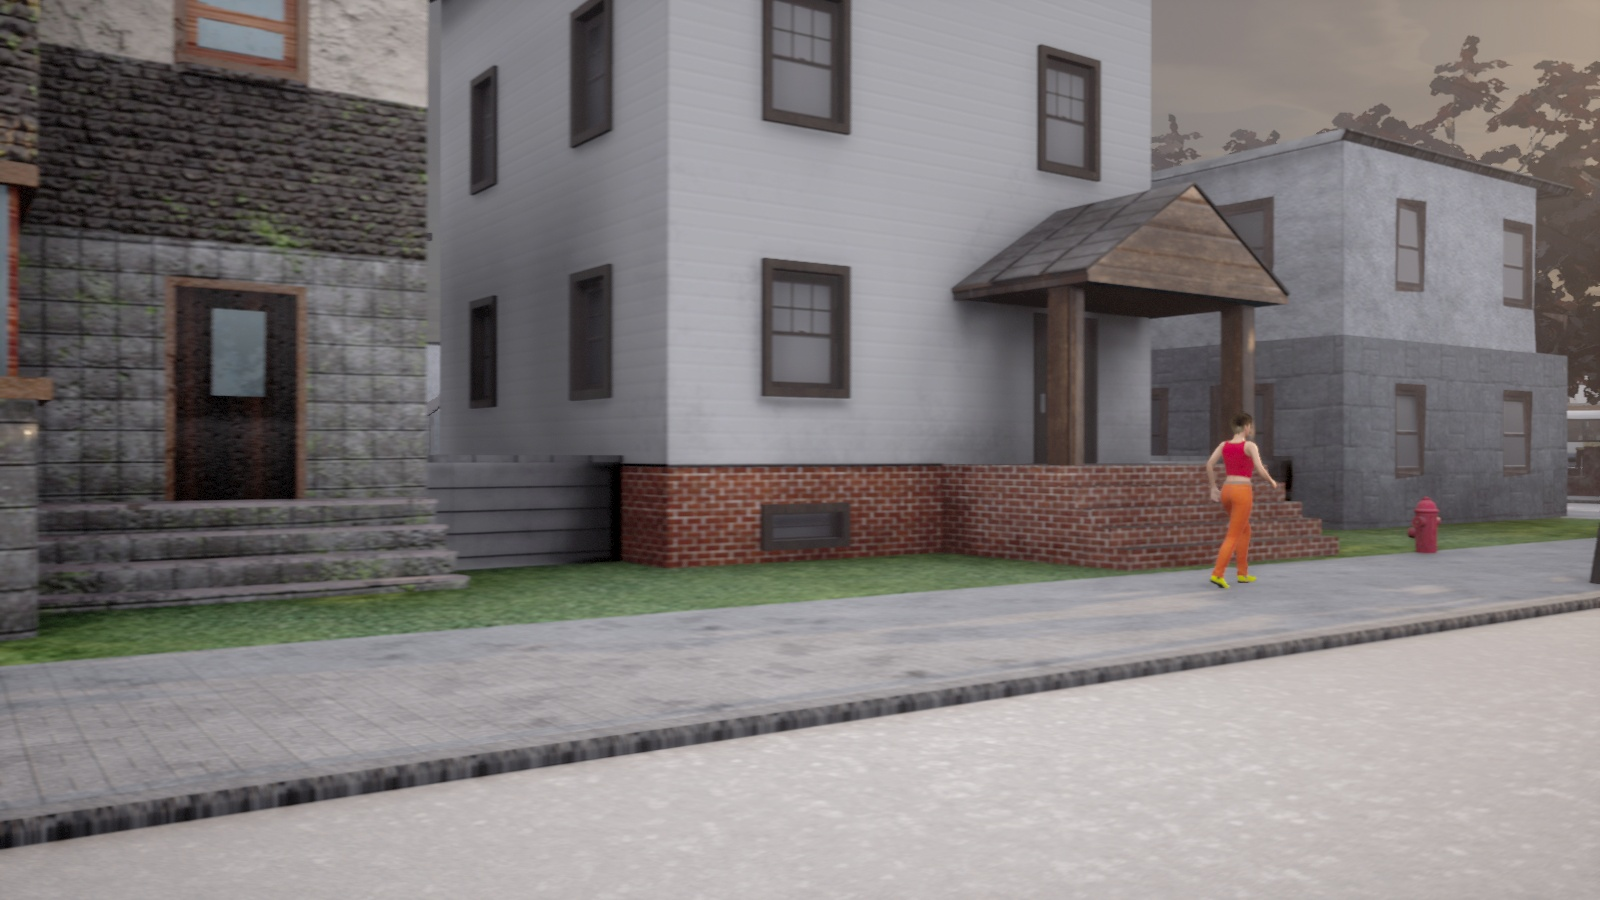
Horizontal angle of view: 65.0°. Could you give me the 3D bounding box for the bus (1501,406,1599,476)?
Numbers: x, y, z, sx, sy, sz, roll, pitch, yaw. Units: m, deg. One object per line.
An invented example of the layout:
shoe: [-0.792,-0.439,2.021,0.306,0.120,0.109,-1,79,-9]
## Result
bus: [49.419,-0.546,77.333,3.944,4.253,10.273,0,0,-34]

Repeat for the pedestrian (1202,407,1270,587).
pedestrian: [4.539,0.477,13.066,0.594,1.836,0.345,0,0,-26]
